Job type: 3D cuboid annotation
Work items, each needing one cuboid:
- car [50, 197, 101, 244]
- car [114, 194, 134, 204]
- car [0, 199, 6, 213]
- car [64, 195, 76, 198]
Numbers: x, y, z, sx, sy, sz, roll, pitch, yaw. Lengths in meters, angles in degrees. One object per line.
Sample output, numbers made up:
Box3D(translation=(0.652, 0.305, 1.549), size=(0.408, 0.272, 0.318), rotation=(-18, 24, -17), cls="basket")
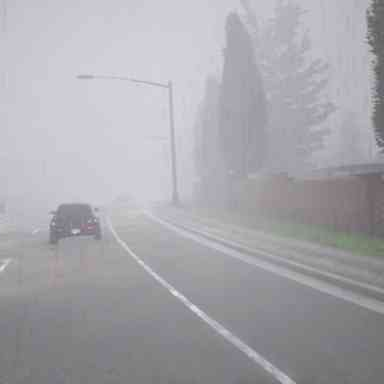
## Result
Box3D(translation=(-4.917, 1.165, 14.012), size=(1.812, 1.442, 4.674), rotation=(-3, 3, -19), cls="car")
Box3D(translation=(-10.545, 1.057, 51.568), size=(2.033, 1.411, 5.357), rotation=(-3, 0, 6), cls="car")
Box3D(translation=(-19.774, 1.257, 31.851), size=(2.097, 1.767, 4.553), rotation=(-3, 1, -7), cls="car")
Box3D(translation=(-23.594, 1.444, 63.930), size=(2.097, 1.767, 4.553), rotation=(-3, 0, 2), cls="car")
